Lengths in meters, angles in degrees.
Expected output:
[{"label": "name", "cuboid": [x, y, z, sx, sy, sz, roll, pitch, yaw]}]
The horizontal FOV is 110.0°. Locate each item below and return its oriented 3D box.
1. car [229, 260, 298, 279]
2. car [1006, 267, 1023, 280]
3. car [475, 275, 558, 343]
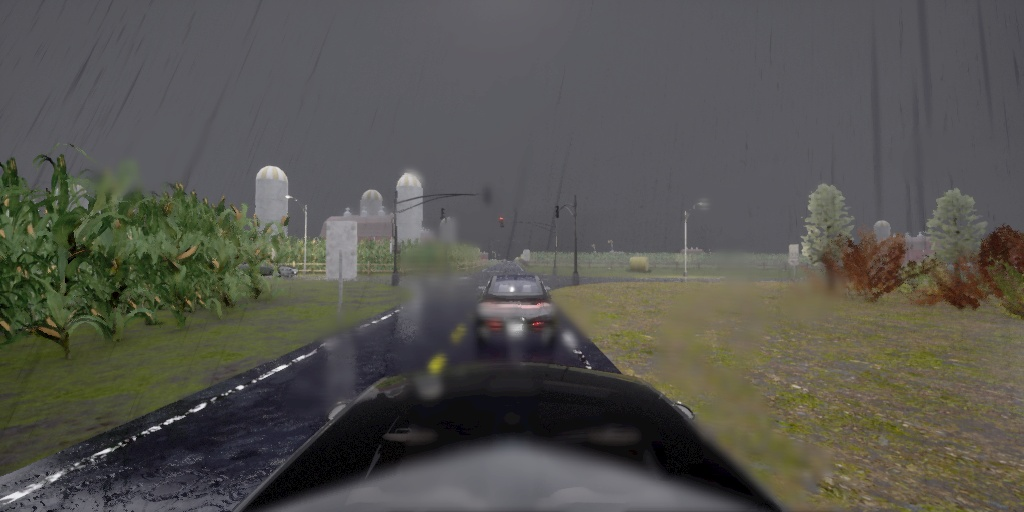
[{"label": "car", "cuboid": [-19.947, 1.059, 28.811, 4.902, 1.511, 2.128, 0, -1, -4]}, {"label": "car", "cuboid": [48.659, 1.720, 33.524, 4.674, 1.442, 1.812, 1, -1, -5]}, {"label": "car", "cuboid": [0.099, 1.245, 9.660, 2.128, 1.511, 4.902, 0, 0, 0]}]
